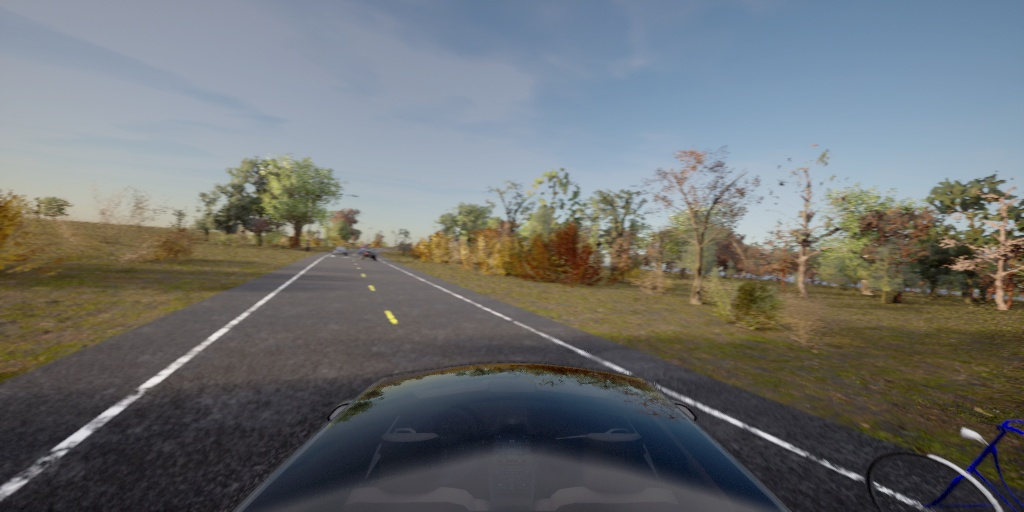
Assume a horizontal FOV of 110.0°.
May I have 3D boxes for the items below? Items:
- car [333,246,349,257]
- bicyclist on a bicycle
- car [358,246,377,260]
[{"bbox_3d":[-26.263,-0.724,55.052,1.812,1.442,4.674,4,0,-23],"label":"car"},{"bbox_3d":[3.413,1.374,2.206,0.659,1.776,1.843,4,0,-25],"label":"bicyclist on a bicycle"},{"bbox_3d":[-19.515,-0.229,48.847,1.837,1.490,4.892,4,0,-25],"label":"car"}]
